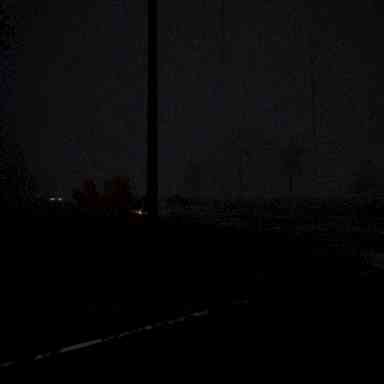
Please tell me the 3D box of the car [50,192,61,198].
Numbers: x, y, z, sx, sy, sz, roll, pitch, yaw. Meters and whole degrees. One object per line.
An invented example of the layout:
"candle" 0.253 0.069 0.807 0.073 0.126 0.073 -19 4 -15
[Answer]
"car" -30.176 0.653 73.658 1.812 1.442 4.674 -1 1 -29

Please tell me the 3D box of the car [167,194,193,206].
"car" -1.839 1.015 44.141 1.882 1.535 5.008 -1 1 -35

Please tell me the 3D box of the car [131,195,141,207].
"car" -6.034 1.130 37.936 1.882 1.535 5.008 -1 1 -35
